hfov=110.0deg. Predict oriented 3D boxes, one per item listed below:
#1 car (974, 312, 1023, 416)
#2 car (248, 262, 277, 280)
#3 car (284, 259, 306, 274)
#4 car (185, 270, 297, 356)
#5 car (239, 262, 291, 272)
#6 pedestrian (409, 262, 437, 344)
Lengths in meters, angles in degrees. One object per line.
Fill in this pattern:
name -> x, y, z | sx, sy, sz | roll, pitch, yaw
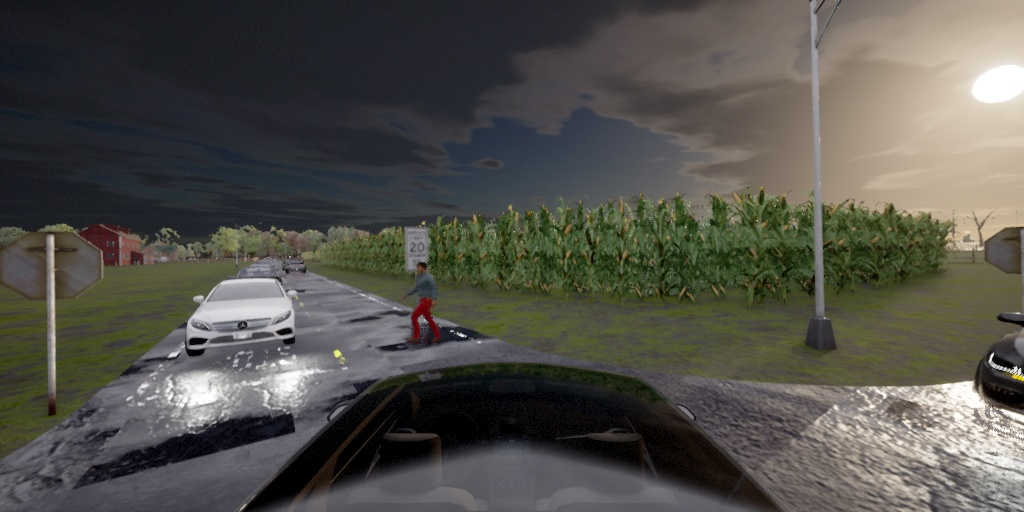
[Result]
car -> 7.779, 1.106, 4.188 | 4.892, 1.490, 1.837 | -2, 0, -21
car -> -22.484, 1.294, 32.348 | 1.994, 1.385, 4.181 | -1, 1, -34
car -> -23.971, 1.176, 39.672 | 2.128, 1.511, 4.902 | -1, 1, -34
car -> -6.548, 1.278, 8.970 | 1.812, 1.442, 4.674 | -1, 1, -33
car -> -11.692, 1.235, 16.540 | 2.128, 1.511, 4.902 | -1, 1, -34
pedestrian -> -1.948, 1.003, 7.834 | 0.375, 1.860, 0.375 | 0, -1, -34
